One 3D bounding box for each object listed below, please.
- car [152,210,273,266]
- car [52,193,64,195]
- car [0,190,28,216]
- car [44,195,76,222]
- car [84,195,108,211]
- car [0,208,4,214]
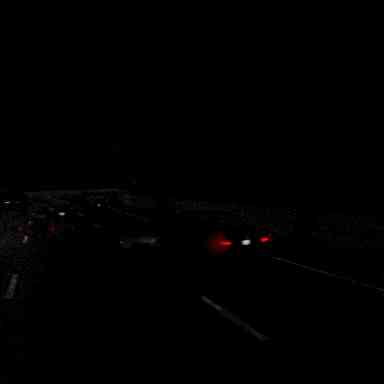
[{"bbox_3d":[0.329,1.302,10.736,2.033,1.411,5.357,-1,1,-25],"label":"car"},{"bbox_3d":[-15.215,0.902,37.747,1.882,1.535,5.008,-1,1,-21],"label":"car"},{"bbox_3d":[-15.013,0.859,27.669,2.150,2.045,5.566,-1,1,-23],"label":"car"},{"bbox_3d":[-9.145,1.167,23.080,1.812,1.442,4.674,-1,2,-24],"label":"car"},{"bbox_3d":[-9.314,0.974,32.201,1.812,1.442,4.674,-1,1,-23],"label":"car"},{"bbox_3d":[-6.234,1.405,8.257,2.128,1.511,4.902,-1,1,-25],"label":"car"}]
